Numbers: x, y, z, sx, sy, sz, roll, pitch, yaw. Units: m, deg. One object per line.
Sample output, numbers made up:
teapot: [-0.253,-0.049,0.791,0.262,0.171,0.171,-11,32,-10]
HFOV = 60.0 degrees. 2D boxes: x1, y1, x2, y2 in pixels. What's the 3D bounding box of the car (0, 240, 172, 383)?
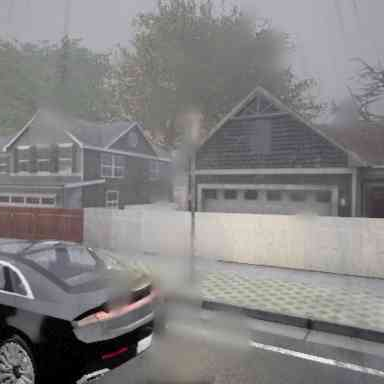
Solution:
car: [-2.637,1.490,4.938,4.902,1.511,2.128,0,0,29]
